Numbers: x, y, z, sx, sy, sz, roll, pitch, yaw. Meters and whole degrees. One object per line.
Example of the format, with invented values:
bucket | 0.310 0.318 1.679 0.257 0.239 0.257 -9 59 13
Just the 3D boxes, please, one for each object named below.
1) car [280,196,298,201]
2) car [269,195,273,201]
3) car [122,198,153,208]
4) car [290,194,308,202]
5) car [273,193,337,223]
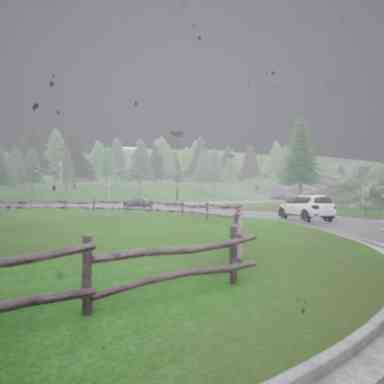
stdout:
car | 25.777 1.689 88.214 4.718 1.301 1.895 0 0 -35
car | 23.423 1.386 90.835 5.566 2.045 2.150 0 0 -35
car | -7.876 1.577 48.375 4.674 1.442 1.812 0 0 21
car | 27.518 1.516 85.158 4.553 1.767 2.097 0 0 -35
car | 9.069 1.276 26.626 2.150 2.045 5.566 0 0 -15
